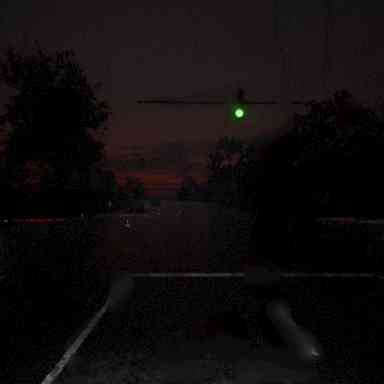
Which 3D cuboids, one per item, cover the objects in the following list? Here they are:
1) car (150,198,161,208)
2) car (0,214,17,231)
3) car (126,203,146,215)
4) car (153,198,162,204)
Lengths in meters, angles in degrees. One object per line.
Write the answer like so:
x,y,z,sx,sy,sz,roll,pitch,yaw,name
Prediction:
-7.241,2.292,66.057,1.837,1.490,4.892,0,1,-2,car
-13.903,1.832,20.940,5.357,1.411,2.033,0,0,9,car
-6.981,2.117,41.861,1.812,1.442,4.674,0,0,0,car
-9.382,2.421,90.788,2.128,1.511,4.902,0,0,-9,car
